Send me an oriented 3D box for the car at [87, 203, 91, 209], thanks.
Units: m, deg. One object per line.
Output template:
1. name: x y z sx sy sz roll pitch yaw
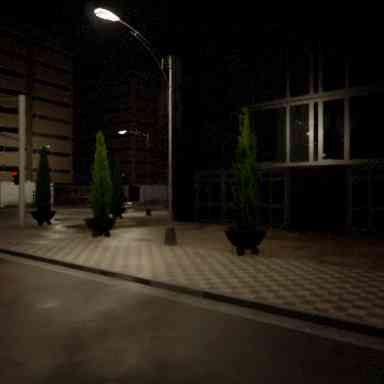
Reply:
1. car: -11.328 1.475 43.349 1.837 1.490 4.892 0 0 35
